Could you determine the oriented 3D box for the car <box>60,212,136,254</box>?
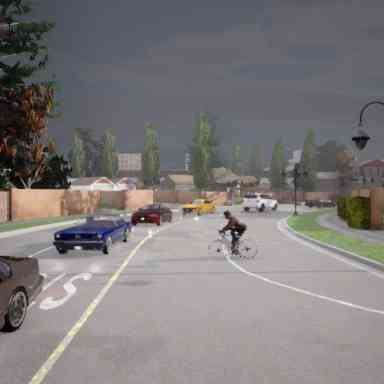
[{"bbox_3d":[-3.826,1.603,13.588,1.895,1.301,4.718,0,0,2],"label":"car"}]

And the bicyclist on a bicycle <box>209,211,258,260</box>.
[{"bbox_3d":[1.355,1.454,11.073,1.656,1.620,0.582,-2,0,-2],"label":"bicyclist on a bicycle"}]

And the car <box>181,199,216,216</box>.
[{"bbox_3d":[0.721,1.482,33.394,1.882,1.535,5.008,0,0,28],"label":"car"}]

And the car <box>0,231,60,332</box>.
[{"bbox_3d":[-3.681,1.548,4.068,2.033,1.411,5.357,0,0,-2],"label":"car"}]

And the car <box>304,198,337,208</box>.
[{"bbox_3d":[18.395,1.547,47.124,5.357,1.411,2.033,0,0,-28],"label":"car"}]

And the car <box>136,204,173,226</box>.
[{"bbox_3d":[-2.746,1.569,23.537,1.994,1.385,4.181,0,0,14],"label":"car"}]

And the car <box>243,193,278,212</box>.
[{"bbox_3d":[7.859,1.195,37.969,2.150,2.045,5.566,0,-2,38],"label":"car"}]
